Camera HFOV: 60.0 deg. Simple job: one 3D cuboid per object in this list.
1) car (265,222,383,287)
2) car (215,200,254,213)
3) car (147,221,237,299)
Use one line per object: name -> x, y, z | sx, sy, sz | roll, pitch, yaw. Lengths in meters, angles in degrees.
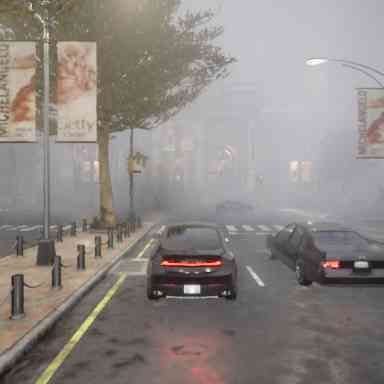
car -> 3.498, 1.545, 9.382 | 2.033, 1.411, 5.357 | 0, 0, 0
car -> 4.567, 1.556, 35.970 | 4.181, 1.385, 1.994 | 0, 0, 0
car -> -0.001, 1.503, 8.418 | 1.837, 1.490, 4.892 | 0, 0, 0
